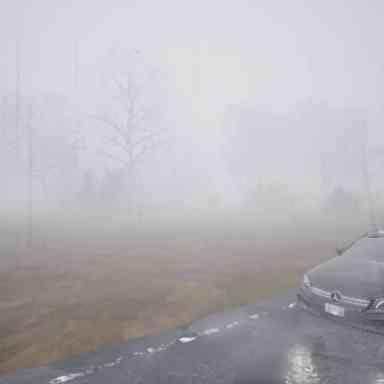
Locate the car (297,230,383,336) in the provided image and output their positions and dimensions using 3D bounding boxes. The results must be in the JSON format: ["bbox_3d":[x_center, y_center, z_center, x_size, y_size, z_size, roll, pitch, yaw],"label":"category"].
[{"bbox_3d":[3.997,1.508,6.426,4.674,1.442,1.812,0,0,-37],"label":"car"}]
